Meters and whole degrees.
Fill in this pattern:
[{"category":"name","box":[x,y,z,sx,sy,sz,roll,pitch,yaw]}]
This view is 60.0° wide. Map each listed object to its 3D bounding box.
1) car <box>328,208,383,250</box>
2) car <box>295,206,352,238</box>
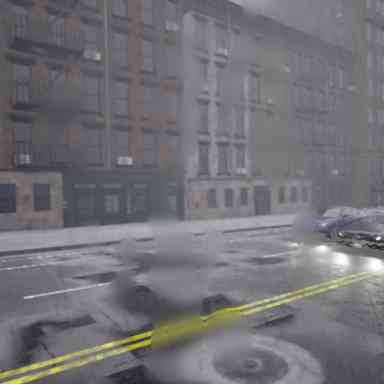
[{"category":"car","box":[8.044,1.476,13.418,5.357,1.411,2.033,0,0,-36]},{"category":"car","box":[7.203,1.447,16.813,4.674,1.442,1.812,0,0,-36]}]
